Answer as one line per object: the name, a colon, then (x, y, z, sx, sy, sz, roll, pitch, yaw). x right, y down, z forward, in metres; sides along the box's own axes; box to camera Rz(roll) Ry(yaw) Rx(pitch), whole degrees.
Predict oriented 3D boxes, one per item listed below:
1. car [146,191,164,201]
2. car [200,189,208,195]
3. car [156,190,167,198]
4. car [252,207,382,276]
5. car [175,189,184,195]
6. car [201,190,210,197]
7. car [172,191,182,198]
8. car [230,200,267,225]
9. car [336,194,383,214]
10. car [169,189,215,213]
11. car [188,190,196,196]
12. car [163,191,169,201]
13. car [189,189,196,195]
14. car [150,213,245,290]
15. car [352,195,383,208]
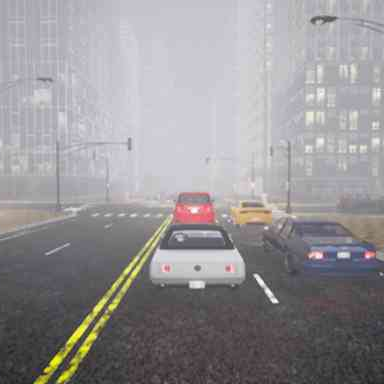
car: (-6.541, 0.675, 56.354, 2.128, 1.511, 4.902, 0, 1, 0)
car: (3.306, -0.006, 92.471, 1.812, 1.442, 4.674, 0, 1, 0)
car: (-6.457, 0.433, 71.580, 1.882, 1.535, 5.008, 0, 1, 0)
car: (3.362, 1.406, 9.858, 2.033, 1.411, 5.357, 0, 1, 0)
car: (-3.198, -0.133, 86.636, 2.128, 1.511, 4.902, 0, 1, 0)
car: (3.301, 0.329, 82.057, 2.033, 1.411, 5.357, 0, 1, 0)
car: (-3.207, 0.558, 71.074, 1.895, 1.301, 4.718, 0, 1, 0)
car: (3.367, 1.196, 19.674, 1.882, 1.535, 5.008, 0, 1, 1)
car: (16.221, 1.088, 31.266, 5.009, 1.841, 2.192, 1, 1, 1)
car: (0.113, 0.955, 18.583, 2.150, 2.045, 5.566, 0, 1, 0)
car: (0.050, 0.308, 82.475, 1.812, 1.442, 4.674, 0, 1, 0)
car: (-3.292, 0.750, 56.153, 1.994, 1.385, 4.181, 0, 1, 0)
car: (0.056, -0.006, 92.474, 1.812, 1.442, 4.674, 0, 1, 0)
car: (0.107, 1.477, 8.666, 1.895, 1.301, 4.718, 0, 1, 0)
car: (21.835, 1.098, 39.550, 4.829, 1.417, 1.752, 1, 1, 1)
